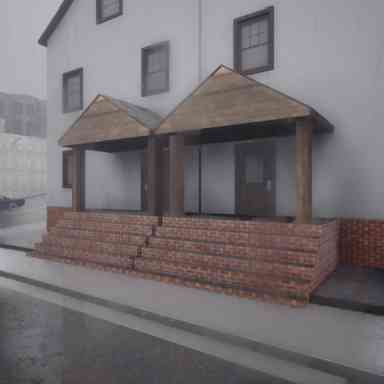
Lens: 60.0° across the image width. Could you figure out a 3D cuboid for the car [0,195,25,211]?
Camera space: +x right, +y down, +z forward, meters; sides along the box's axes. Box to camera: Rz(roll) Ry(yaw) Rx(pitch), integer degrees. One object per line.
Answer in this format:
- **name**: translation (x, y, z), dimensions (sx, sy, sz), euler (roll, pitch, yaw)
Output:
- **car**: translation (-15.508, 1.012, 25.414), dimensions (1.895, 1.301, 4.718), euler (0, 6, 35)
